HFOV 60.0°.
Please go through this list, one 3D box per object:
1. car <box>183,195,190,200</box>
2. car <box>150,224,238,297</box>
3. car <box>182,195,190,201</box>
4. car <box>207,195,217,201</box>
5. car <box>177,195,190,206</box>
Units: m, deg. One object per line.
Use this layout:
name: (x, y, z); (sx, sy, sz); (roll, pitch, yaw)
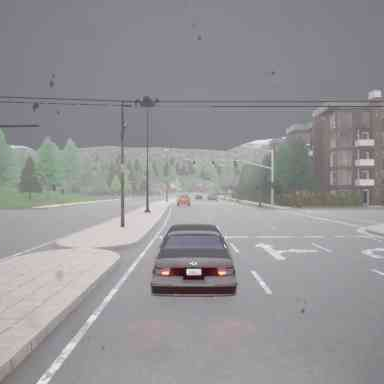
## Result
car: (-1.546, 1.571, 95.643); (1.895, 1.301, 4.718); (0, 0, 0)
car: (0.042, 1.547, 8.758); (2.033, 1.411, 5.357); (0, 0, 0)
car: (-1.522, 1.523, 85.328); (1.812, 1.442, 4.674); (0, 0, 0)
car: (5.478, 1.539, 85.374); (2.033, 1.411, 5.357); (0, 0, 0)
car: (-1.358, 1.352, 54.503); (2.097, 1.767, 4.553); (0, 0, -1)
